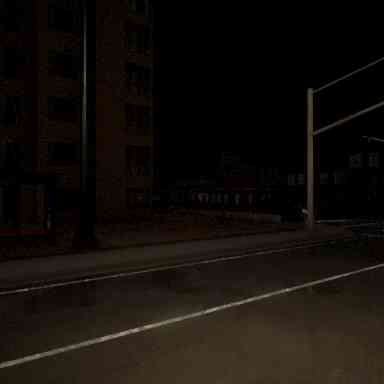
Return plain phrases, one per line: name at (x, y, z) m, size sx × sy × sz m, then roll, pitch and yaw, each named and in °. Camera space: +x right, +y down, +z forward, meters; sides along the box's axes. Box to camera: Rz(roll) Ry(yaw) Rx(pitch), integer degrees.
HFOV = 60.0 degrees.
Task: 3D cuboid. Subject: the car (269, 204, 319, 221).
car at (9.441, 1.868, 31.167) m, size 2.097 × 1.767 × 4.553 m, roll 0°, pitch -5°, yaw -36°
